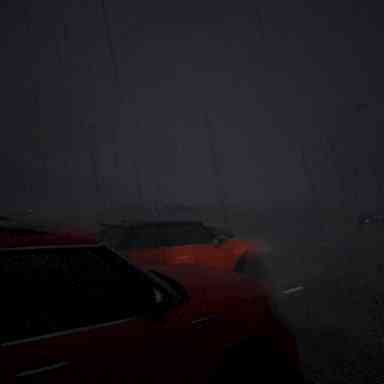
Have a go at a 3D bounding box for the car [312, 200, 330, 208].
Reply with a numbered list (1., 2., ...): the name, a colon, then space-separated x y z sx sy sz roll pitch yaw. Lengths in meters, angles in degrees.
1. car: 23.979 2.136 61.577 1.994 1.385 4.181 0 0 38

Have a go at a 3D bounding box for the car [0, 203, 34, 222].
1. car: -15.679 1.636 27.293 4.674 1.442 1.812 1 0 -37

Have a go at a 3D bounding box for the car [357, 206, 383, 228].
1. car: 13.631 1.777 24.139 4.674 1.442 1.812 1 -1 -42

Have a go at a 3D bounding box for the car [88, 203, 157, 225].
1. car: -5.467 1.652 26.360 4.902 1.511 2.128 1 0 -39

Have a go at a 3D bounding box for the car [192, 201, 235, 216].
1. car: 2.501 1.781 37.923 4.902 1.511 2.128 1 -1 -43

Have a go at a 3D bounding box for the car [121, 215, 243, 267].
1. car: -0.289 1.652 12.409 4.181 1.385 1.994 1 -1 -38

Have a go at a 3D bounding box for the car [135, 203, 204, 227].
1. car: -1.621 1.663 24.992 4.902 1.511 2.128 1 0 -40

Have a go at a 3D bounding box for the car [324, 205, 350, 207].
1. car: 20.619 1.929 46.492 1.882 1.535 5.008 0 0 42

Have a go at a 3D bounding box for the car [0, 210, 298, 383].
1. car: -1.551 1.232 2.708 5.566 2.045 2.150 1 0 -36

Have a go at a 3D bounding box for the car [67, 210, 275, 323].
1. car: -0.348 1.408 7.959 4.553 1.767 2.097 1 -1 -36
